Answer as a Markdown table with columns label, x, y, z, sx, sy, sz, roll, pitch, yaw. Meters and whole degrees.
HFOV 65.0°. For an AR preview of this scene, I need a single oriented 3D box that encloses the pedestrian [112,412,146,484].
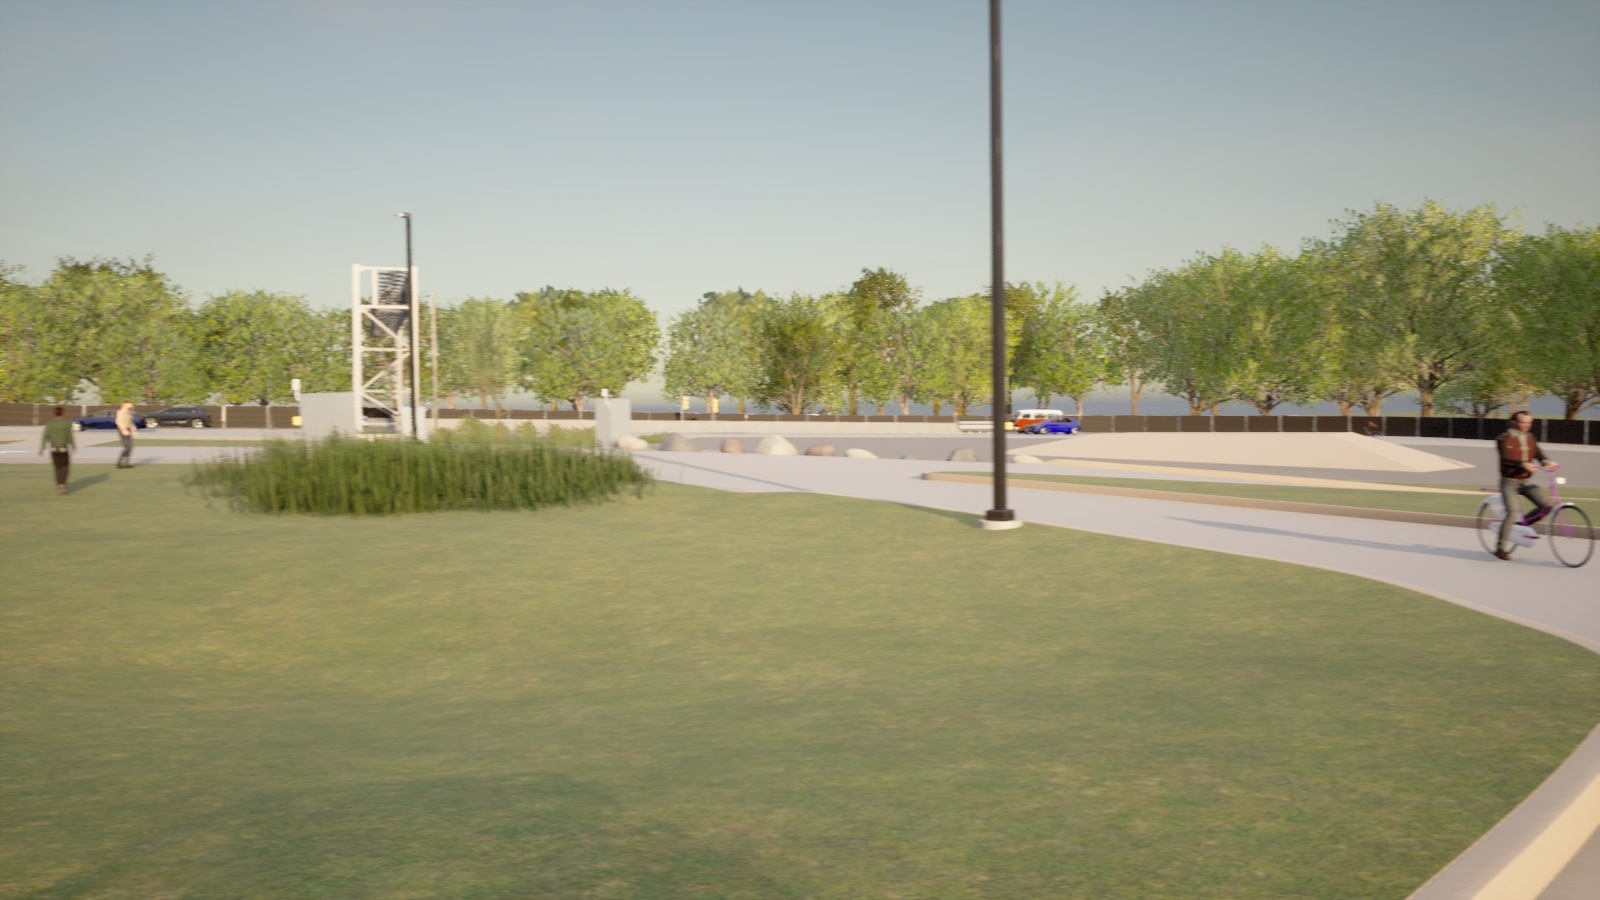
| label | x | y | z | sx | sy | sz | roll | pitch | yaw |
| --- | --- | --- | --- | --- | --- | --- | --- | --- | --- |
| pedestrian | -17.403 | -0.061 | 32.566 | 0.594 | 1.836 | 0.345 | -2 | 2 | 4 |

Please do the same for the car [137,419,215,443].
| label | x | y | z | sx | sy | sz | roll | pitch | yaw |
| --- | --- | --- | --- | --- | --- | --- | --- | --- | --- |
| car | -44.005 | -1.345 | 88.568 | 4.856 | 1.649 | 2.033 | -1 | 1 | -28 |

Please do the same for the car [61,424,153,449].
| label | x | y | z | sx | sy | sz | roll | pitch | yaw |
| --- | --- | --- | --- | --- | --- | --- | --- | --- | --- |
| car | -44.262 | -0.906 | 80.302 | 4.792 | 1.488 | 2.163 | -1 | 2 | -19 |

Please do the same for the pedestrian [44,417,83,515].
| label | x | y | z | sx | sy | sz | roll | pitch | yaw |
| --- | --- | --- | --- | --- | --- | --- | --- | --- | --- |
| pedestrian | -15.036 | 0.311 | 25.647 | 0.423 | 1.949 | 0.788 | -3 | 2 | -18 |

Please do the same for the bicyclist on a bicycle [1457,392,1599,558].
| label | x | y | z | sx | sy | sz | roll | pitch | yaw |
| --- | --- | --- | --- | --- | --- | --- | --- | --- | --- |
| bicyclist on a bicycle | 8.490 | 0.246 | 14.420 | 0.659 | 1.776 | 1.843 | -3 | 1 | -9 |
